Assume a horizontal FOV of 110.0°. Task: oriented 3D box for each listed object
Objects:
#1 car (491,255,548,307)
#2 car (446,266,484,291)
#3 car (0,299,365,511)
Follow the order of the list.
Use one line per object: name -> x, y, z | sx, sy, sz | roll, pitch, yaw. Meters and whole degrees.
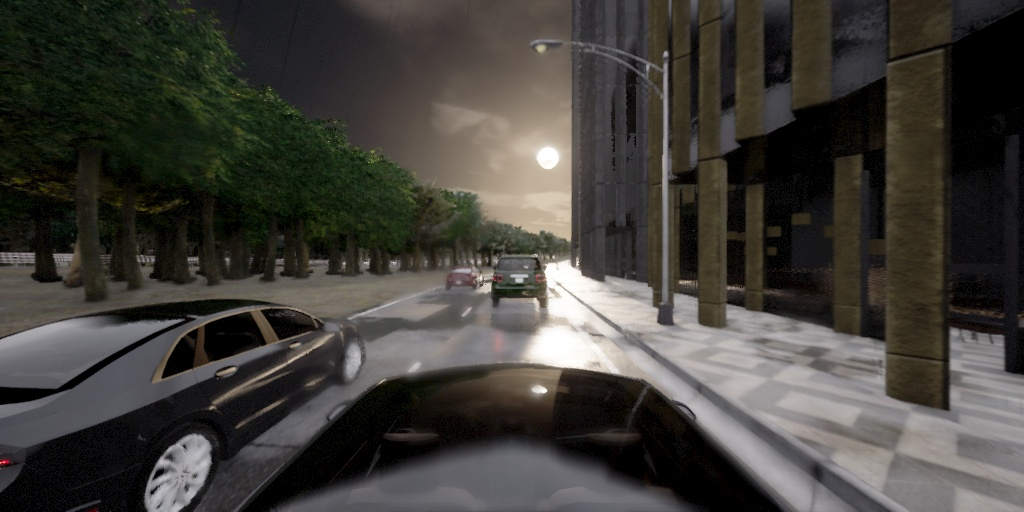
car -> 0.342, 0.980, 15.567 | 2.150, 2.045, 5.566 | 0, 0, 2
car -> -2.897, 1.335, 22.458 | 1.812, 1.442, 4.674 | 0, -1, 2
car -> -3.362, 1.243, 4.075 | 1.837, 1.490, 4.892 | 0, 0, 0
